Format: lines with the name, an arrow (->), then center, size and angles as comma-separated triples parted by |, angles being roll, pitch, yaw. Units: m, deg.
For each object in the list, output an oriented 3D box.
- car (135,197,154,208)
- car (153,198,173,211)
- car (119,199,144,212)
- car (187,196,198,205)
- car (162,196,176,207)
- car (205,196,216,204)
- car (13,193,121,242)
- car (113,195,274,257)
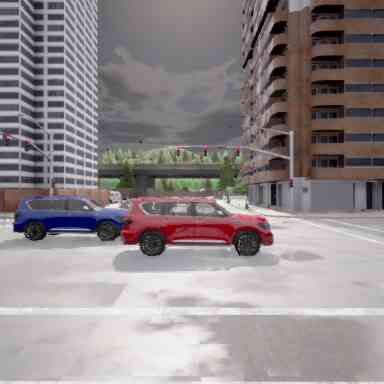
car -> -7.078, 1.547, 49.773 | 2.033, 1.411, 5.357 | 0, 0, 0
car -> -3.590, 1.547, 42.289 | 2.033, 1.411, 5.357 | 0, 0, 0
car -> -7.091, 1.547, 39.420 | 2.033, 1.411, 5.357 | 0, 0, 0
car -> 0.113, 1.505, 59.391 | 1.837, 1.490, 4.892 | 0, 0, 0
car -> -3.568, 1.478, 52.566 | 1.882, 1.535, 5.008 | 0, 0, 0
car -> 3.514, 1.526, 63.150 | 1.812, 1.442, 4.674 | 0, 0, 0
car -> -5.570, 1.222, 16.040 | 5.566, 2.045, 2.150 | 0, 0, 0
car -> 0.168, 1.222, 12.508 | 5.566, 2.045, 2.150 | 0, 0, 0
